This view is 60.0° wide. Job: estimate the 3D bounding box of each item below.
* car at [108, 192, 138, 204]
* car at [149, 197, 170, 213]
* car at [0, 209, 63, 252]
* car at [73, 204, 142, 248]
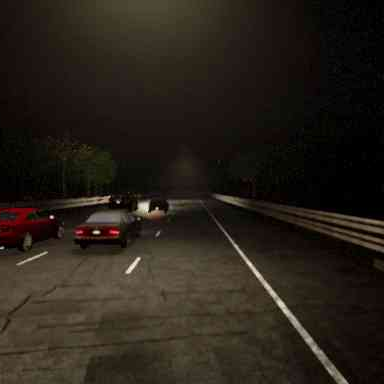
[{"bbox_3d":[-6.894,1.040,33.666,2.150,2.045,5.566,0,0,0],"label":"car"},{"bbox_3d":[-3.394,1.319,34.644,1.837,1.490,4.892,0,0,0],"label":"car"},{"bbox_3d":[-6.897,1.401,13.468,1.882,1.535,5.008,0,0,0],"label":"car"},{"bbox_3d":[-3.396,1.467,14.287,2.033,1.411,5.357,0,0,0],"label":"car"}]
